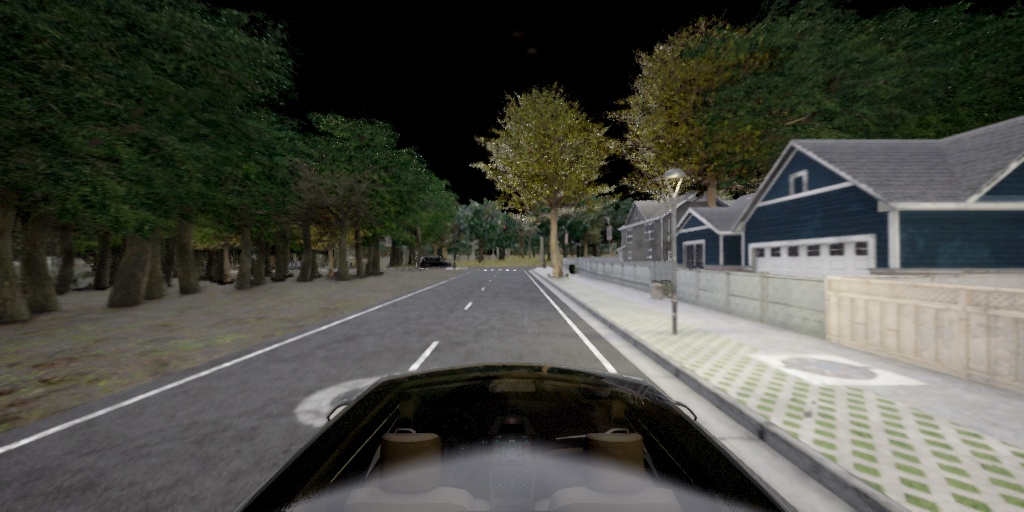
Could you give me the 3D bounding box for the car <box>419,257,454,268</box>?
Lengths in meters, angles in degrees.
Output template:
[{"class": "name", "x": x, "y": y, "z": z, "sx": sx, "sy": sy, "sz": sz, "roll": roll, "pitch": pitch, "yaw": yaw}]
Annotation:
[{"class": "car", "x": -12.124, "y": 1.160, "z": 58.050, "sx": 5.566, "sy": 2.045, "sz": 2.150, "roll": 1, "pitch": -1, "yaw": 0}]
